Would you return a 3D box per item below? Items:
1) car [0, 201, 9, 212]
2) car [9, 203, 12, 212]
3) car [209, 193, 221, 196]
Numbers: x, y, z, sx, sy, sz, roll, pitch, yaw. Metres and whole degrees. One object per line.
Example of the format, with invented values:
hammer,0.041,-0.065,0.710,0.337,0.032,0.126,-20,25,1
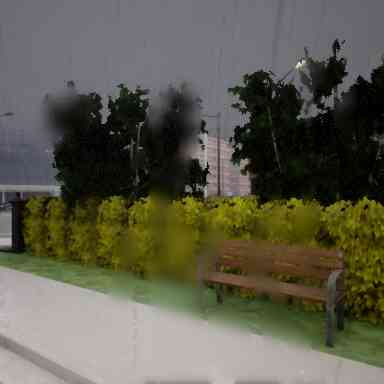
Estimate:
car,-19.769,1.520,37.453,1.994,1.385,4.181,0,0,35
car,-16.631,1.480,35.836,1.812,1.442,4.674,0,0,35
car,3.796,0.829,64.874,2.033,1.411,5.357,0,1,36
